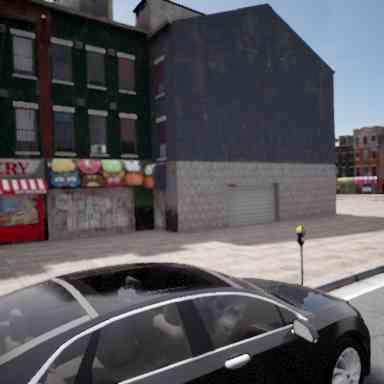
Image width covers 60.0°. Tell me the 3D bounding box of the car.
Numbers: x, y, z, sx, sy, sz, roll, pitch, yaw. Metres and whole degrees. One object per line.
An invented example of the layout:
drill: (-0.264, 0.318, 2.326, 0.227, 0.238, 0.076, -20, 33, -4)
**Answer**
car: (-0.199, 1.461, 3.143, 4.892, 1.490, 1.837, -2, 1, -36)
